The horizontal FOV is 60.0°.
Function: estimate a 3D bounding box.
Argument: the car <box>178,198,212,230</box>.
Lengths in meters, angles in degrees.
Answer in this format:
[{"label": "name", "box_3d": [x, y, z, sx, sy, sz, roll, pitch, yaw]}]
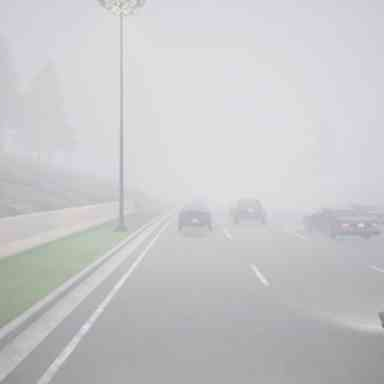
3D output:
[{"label": "car", "box_3d": [0.202, 1.355, 20.136, 1.882, 1.535, 5.008, 0, 0, 1]}]

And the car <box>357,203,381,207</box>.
[{"label": "car", "box_3d": [10.715, 1.422, 20.908, 2.033, 1.411, 5.357, 0, 0, 1]}]

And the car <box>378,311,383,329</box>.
[{"label": "car", "box_3d": [3.602, 1.533, 2.334, 2.033, 1.411, 5.357, 0, 0, 0]}]

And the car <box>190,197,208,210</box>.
[{"label": "car", "box_3d": [0.853, 1.328, 38.958, 1.994, 1.385, 4.181, 0, 0, 3]}]

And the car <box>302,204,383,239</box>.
[{"label": "car", "box_3d": [7.170, 1.448, 16.595, 2.033, 1.411, 5.357, 0, 0, 0]}]

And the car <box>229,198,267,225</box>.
[{"label": "car", "box_3d": [3.763, 1.212, 23.176, 2.097, 1.767, 4.553, 0, 0, 1]}]
